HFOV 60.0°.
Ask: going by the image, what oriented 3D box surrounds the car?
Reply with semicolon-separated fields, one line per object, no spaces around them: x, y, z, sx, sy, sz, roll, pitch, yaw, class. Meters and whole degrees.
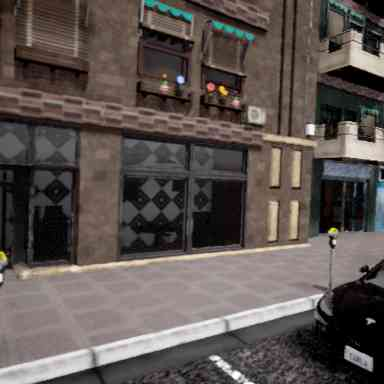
3.731;1.537;4.905;4.313;1.339;1.947;1;2;-32;car
